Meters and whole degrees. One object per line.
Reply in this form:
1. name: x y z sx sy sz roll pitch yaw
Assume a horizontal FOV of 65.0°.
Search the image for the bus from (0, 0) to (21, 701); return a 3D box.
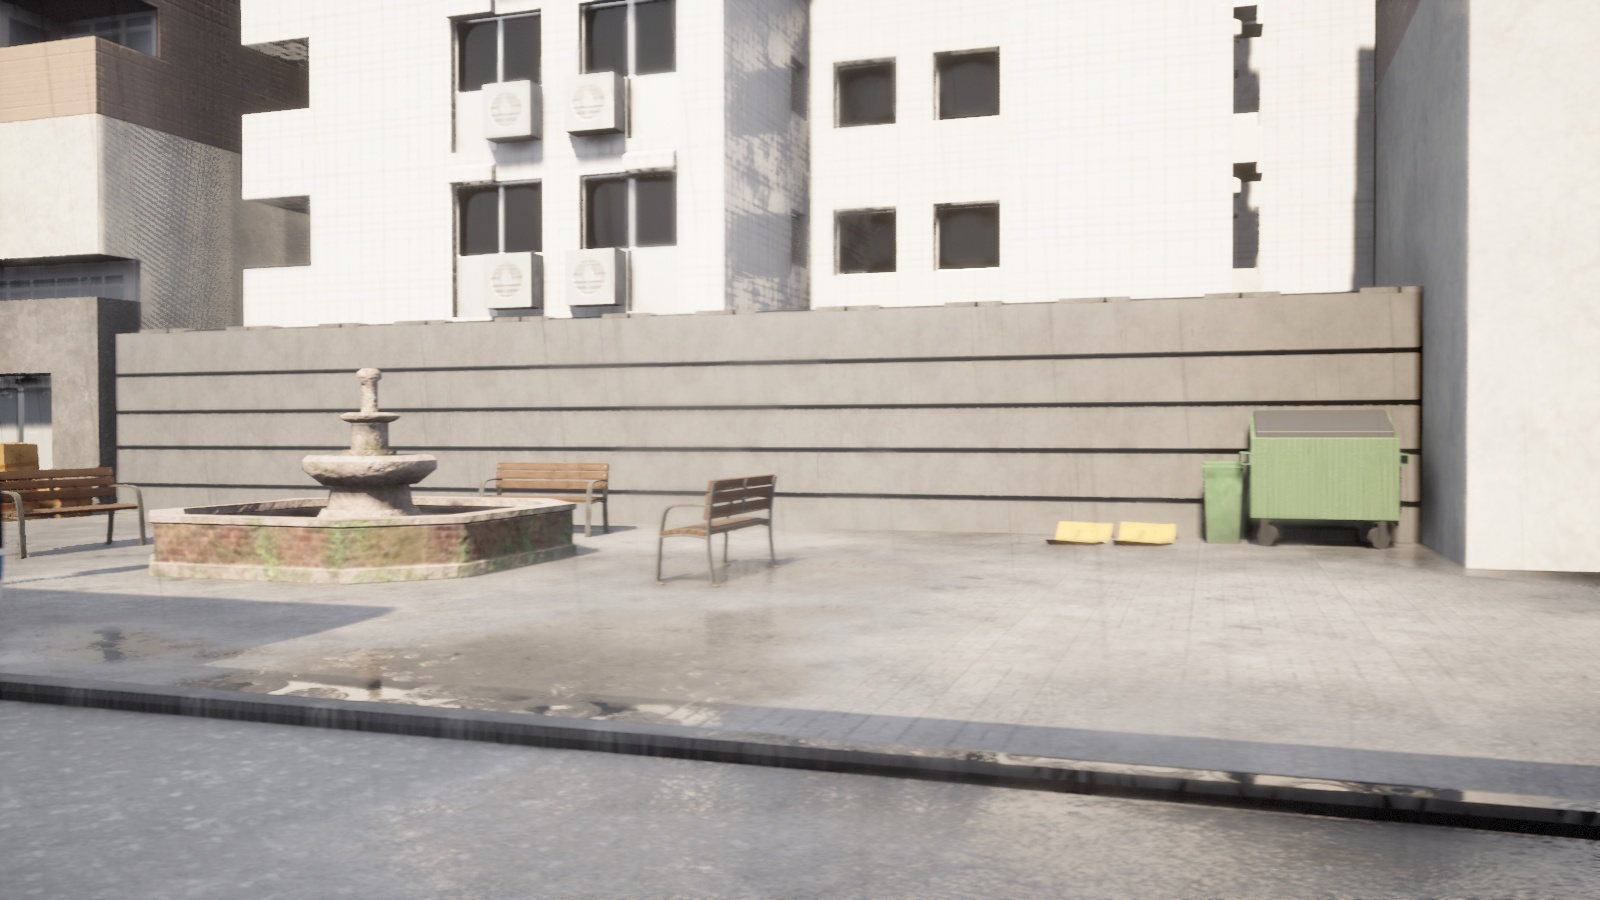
1. bus: -10.006 -0.721 6.994 10.273 4.253 3.944 1 1 18
